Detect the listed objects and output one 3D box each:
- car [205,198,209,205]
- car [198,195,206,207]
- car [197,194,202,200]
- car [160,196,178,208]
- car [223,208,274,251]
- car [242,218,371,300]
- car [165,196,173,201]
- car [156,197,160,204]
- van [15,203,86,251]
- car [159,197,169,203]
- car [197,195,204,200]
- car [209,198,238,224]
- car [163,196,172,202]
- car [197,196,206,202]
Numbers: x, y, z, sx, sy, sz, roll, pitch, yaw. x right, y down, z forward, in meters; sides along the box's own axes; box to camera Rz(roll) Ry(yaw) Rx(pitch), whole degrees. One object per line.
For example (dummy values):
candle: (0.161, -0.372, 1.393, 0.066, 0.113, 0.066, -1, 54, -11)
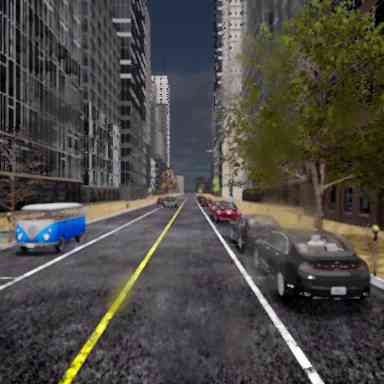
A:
car: (2.565, 1.493, 31.010, 1.967, 1.590, 4.097, 0, 0, 0)
car: (2.468, 1.622, 53.780, 1.887, 1.381, 4.507, 0, 0, 0)
car: (2.395, 1.650, 70.857, 1.947, 1.339, 4.313, 0, 0, 0)
car: (-3.208, 1.432, 50.136, 2.097, 1.767, 4.553, 0, 0, 0)
car: (2.638, 1.579, 13.933, 2.008, 1.369, 4.403, 0, 0, 0)
car: (2.663, 1.568, 8.241, 2.008, 1.369, 4.403, 0, 0, 0)
car: (-6.059, 1.661, 87.906, 1.947, 1.339, 4.313, 0, 0, 0)
car: (-5.961, 1.637, 65.135, 1.887, 1.381, 4.507, 0, 0, 0)
van: (-5.742, 1.379, 13.901, 1.690, 1.788, 3.998, 0, 0, 0)
car: (-5.985, 1.676, 70.829, 1.802, 1.307, 4.206, 0, 0, 0)
car: (2.298, 1.650, 93.625, 1.947, 1.339, 4.313, 0, 0, 0)
car: (2.590, 1.485, 25.318, 1.967, 1.590, 4.097, 0, 0, 0)
car: (-6.034, 1.640, 82.213, 1.887, 1.381, 4.507, 0, 0, 0)
car: (2.346, 1.651, 82.241, 1.947, 1.339, 4.313, 0, 0, 0)
